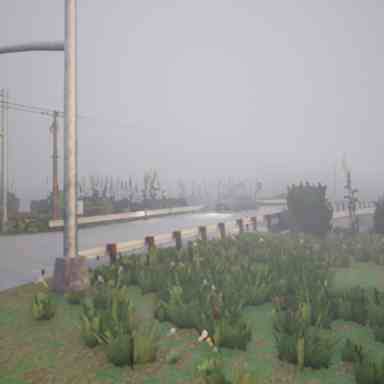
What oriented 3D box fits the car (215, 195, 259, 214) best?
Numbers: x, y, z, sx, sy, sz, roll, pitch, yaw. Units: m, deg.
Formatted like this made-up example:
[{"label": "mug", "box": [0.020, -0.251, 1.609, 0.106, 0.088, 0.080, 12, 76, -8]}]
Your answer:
[{"label": "car", "box": [3.697, 0.952, 27.176, 1.994, 1.385, 4.181, 0, 2, 42]}]
